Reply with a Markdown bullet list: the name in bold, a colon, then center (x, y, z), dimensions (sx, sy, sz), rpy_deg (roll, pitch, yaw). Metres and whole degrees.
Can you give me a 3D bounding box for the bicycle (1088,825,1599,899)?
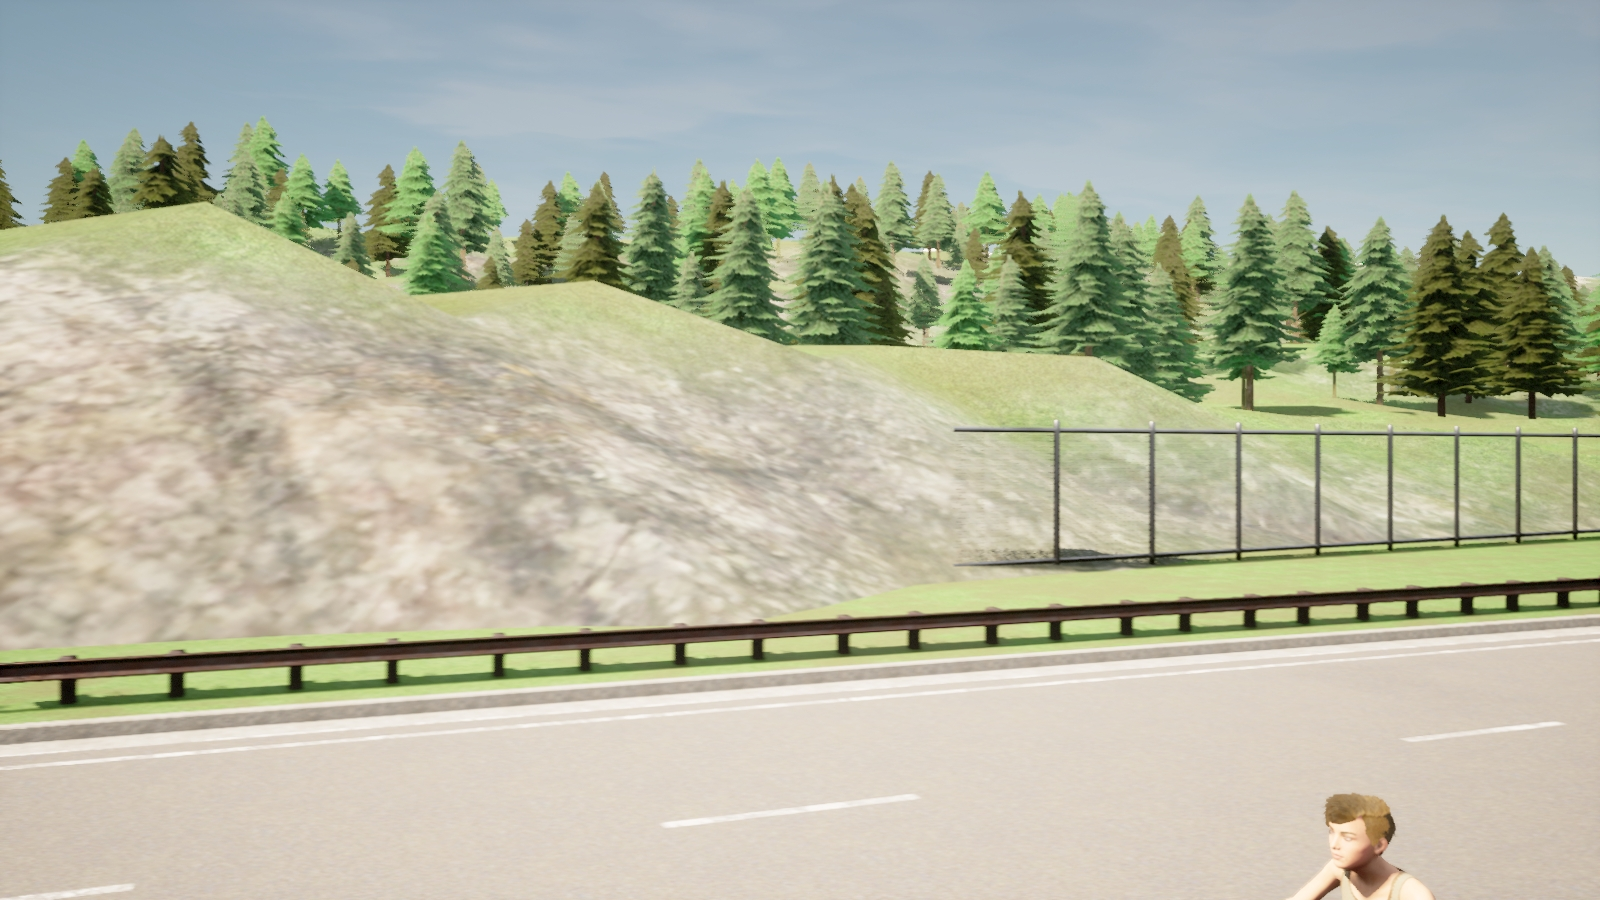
- **bicycle**: center (1.882, 2.158, 3.967), dimensions (1.487, 1.277, 0.859), rpy_deg (0, 0, -20)
